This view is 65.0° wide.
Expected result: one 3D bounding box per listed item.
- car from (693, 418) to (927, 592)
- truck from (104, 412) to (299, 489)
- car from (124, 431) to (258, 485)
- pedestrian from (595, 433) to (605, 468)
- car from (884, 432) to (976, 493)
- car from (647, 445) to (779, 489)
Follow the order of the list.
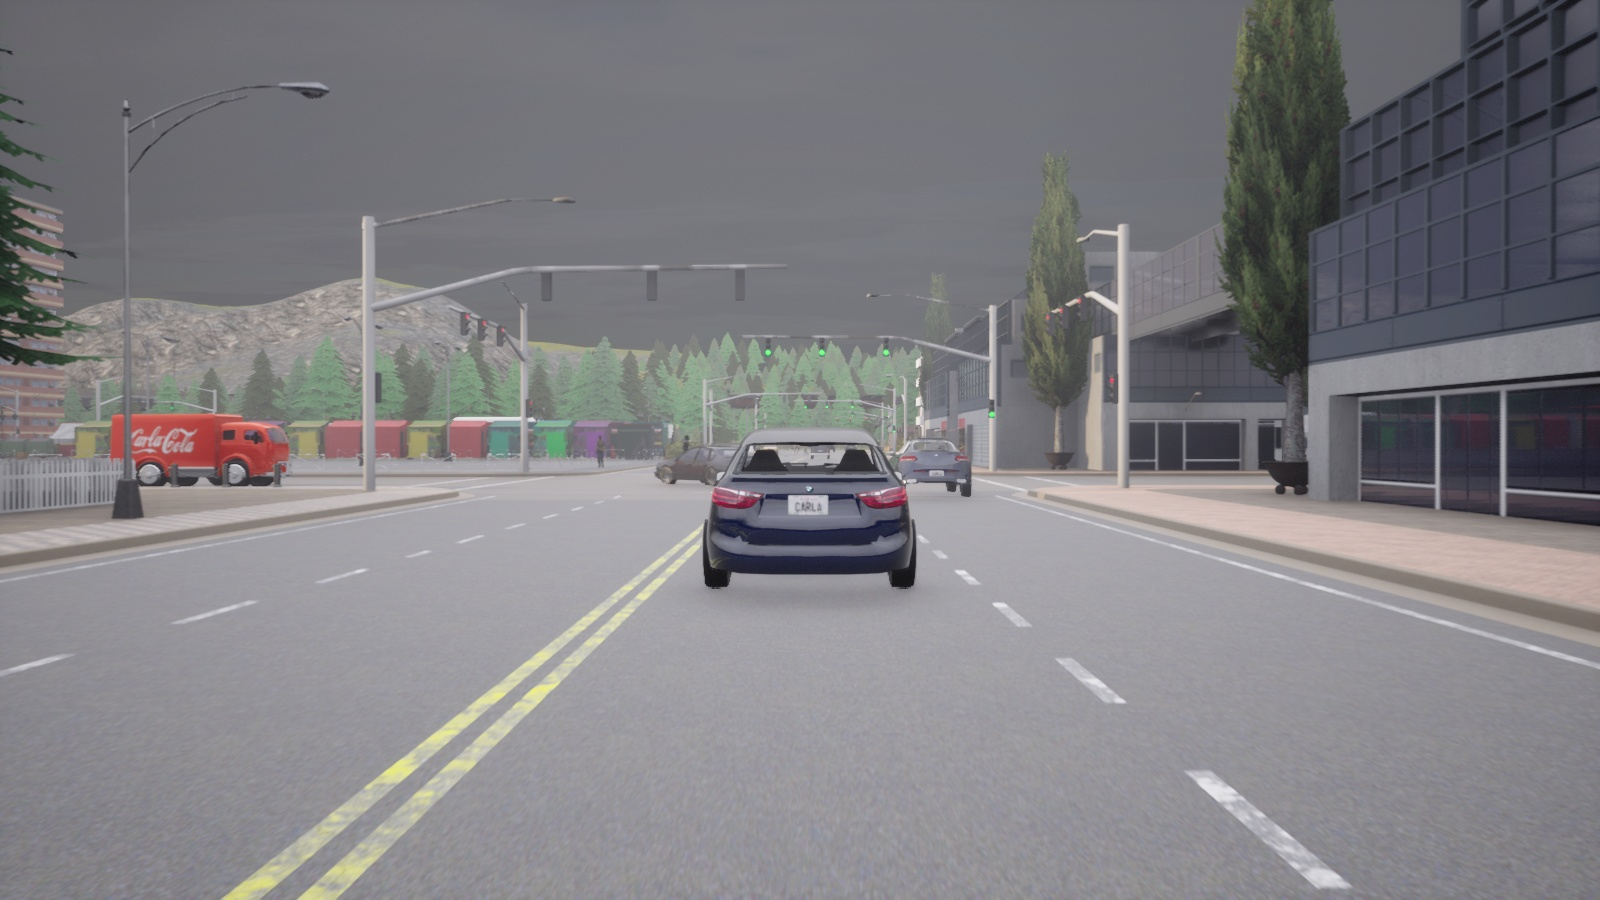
[{"bbox_3d":[0.106,0.510,14.347,2.242,1.667,4.611,0,0,0],"label":"car"},{"bbox_3d":[-19.723,0.010,41.573,5.204,2.467,2.627,0,0,0],"label":"truck"},{"bbox_3d":[-21.811,0.271,45.080,3.866,1.878,1.905,0,0,0],"label":"car"},{"bbox_3d":[-10.646,0.020,66.781,0.328,1.805,0.869,0,0,3],"label":"pedestrian"},{"bbox_3d":[3.705,0.322,36.570,2.152,1.651,5.027,0,0,0],"label":"car"},{"bbox_3d":[-3.127,0.544,43.914,2.033,1.411,5.357,0,0,-37],"label":"car"}]
